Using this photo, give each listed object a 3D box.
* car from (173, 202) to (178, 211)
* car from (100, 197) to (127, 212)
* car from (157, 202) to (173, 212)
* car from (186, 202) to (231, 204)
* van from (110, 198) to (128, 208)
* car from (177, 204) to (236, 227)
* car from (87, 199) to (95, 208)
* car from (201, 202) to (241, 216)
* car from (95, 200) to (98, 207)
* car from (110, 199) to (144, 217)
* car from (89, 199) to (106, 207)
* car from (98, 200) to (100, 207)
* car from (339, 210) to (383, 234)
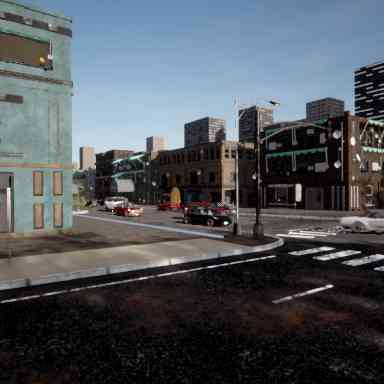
[{"bbox_3d":[-0.074,1.903,41.137,1.802,1.307,4.206,-2,0,-36],"label":"car"},{"bbox_3d":[-9.998,1.704,45.106,2.150,2.045,5.566,-1,-1,-36],"label":"car"},{"bbox_3d":[-3.293,1.966,45.638,1.802,1.307,4.206,-2,0,-36],"label":"car"},{"bbox_3d":[1.265,1.739,29.323,1.882,1.535,5.008,-1,0,-36],"label":"car"},{"bbox_3d":[-12.960,1.907,59.144,1.690,1.788,3.998,-1,0,-36],"label":"van"},{"bbox_3d":[1.084,1.814,24.902,1.947,1.339,4.313,-2,0,-36],"label":"car"},{"bbox_3d":[-19.206,2.159,63.449,2.128,1.511,4.902,-1,0,-36],"label":"car"},{"bbox_3d":[3.145,1.809,36.634,2.008,1.369,4.403,-2,0,-36],"label":"car"},{"bbox_3d":[-16.180,1.940,63.646,2.192,1.841,5.009,-1,0,-36],"label":"car"},{"bbox_3d":[-6.892,1.846,36.259,1.967,1.590,4.097,-1,0,-36],"label":"car"},{"bbox_3d":[-19.395,2.227,68.148,1.887,1.381,4.507,-1,0,-36],"label":"car"},{"bbox_3d":[-13.428,2.066,55.370,1.837,1.490,4.892,-1,0,-36],"label":"car"},{"bbox_3d":[10.644,1.616,17.916,4.718,1.301,1.895,-1,-1,41],"label":"car"}]
